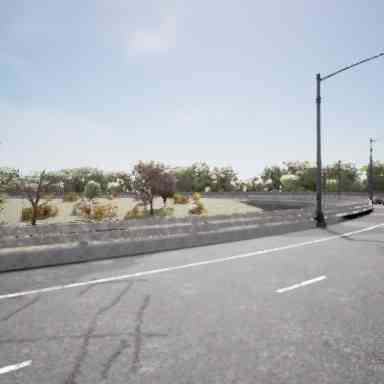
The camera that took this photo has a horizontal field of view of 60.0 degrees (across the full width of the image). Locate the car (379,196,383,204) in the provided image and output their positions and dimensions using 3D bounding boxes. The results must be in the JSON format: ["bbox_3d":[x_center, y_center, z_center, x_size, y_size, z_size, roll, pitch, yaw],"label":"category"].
[{"bbox_3d":[35.489,1.589,59.428,1.994,1.385,4.181,0,0,16],"label":"car"}]

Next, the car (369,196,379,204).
[{"bbox_3d":[37.884,1.583,68.066,2.097,1.767,4.553,0,0,13],"label":"car"}]
